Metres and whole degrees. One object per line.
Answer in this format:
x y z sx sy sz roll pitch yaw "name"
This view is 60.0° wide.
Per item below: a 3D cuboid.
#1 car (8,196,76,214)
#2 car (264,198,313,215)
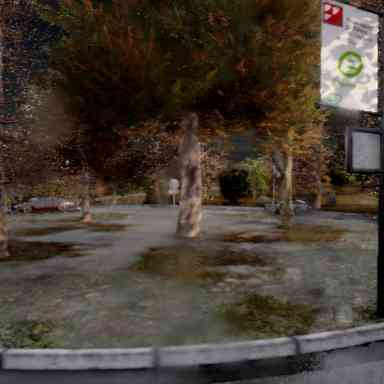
-13.163 1.071 29.552 5.357 1.411 2.033 -1 1 -43 "car"
8.644 1.253 29.930 4.181 1.385 1.994 2 1 40 "car"
